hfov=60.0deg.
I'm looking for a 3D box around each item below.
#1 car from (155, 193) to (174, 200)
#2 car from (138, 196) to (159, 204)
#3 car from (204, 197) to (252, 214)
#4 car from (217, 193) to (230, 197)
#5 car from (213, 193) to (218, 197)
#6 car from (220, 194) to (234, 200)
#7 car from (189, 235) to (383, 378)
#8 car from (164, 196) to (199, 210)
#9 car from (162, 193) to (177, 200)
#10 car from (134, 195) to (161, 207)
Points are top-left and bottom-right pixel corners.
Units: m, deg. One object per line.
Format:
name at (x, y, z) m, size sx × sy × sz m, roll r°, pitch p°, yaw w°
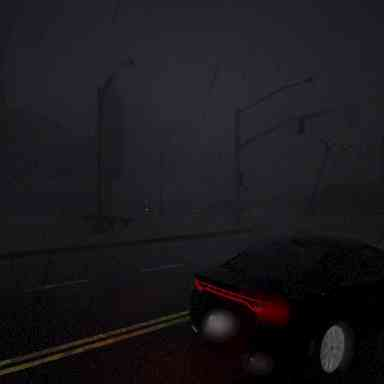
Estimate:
car at (-7.303, 1.153, 89.220) m, size 4.605 × 1.855 × 1.932 m, roll 0°, pitch 0°, yaw -37°
car at (-8.794, 1.547, 66.666) m, size 2.033 × 1.411 × 5.357 m, roll 0°, pitch 0°, yaw -35°
car at (3.972, 1.547, 35.918) m, size 2.033 × 1.411 × 5.357 m, roll 0°, pitch 0°, yaw -35°
car at (7.793, 1.395, 68.776) m, size 3.806 × 1.475 × 1.970 m, roll 0°, pitch 0°, yaw -37°
car at (6.079, 1.156, 71.110) m, size 3.866 × 1.878 × 1.905 m, roll 0°, pitch 0°, yaw -37°
car at (10.024, 1.395, 95.078) m, size 3.806 × 1.475 × 1.970 m, roll 0°, pitch 0°, yaw -37°
car at (2.278, 1.478, 5.631) m, size 5.008 × 1.535 × 1.882 m, roll 0°, pitch 0°, yaw -37°
car at (-1.395, 1.564, 43.578) m, size 1.994 × 1.385 × 4.181 m, roll 0°, pitch 0°, yaw -35°
car at (-5.625, 1.156, 86.861) m, size 3.866 × 1.878 × 1.905 m, roll 0°, pitch 0°, yaw -37°
car at (-7.283, 1.352, 52.002) m, size 2.097 × 1.767 × 4.553 m, roll 0°, pitch 0°, yaw -35°
